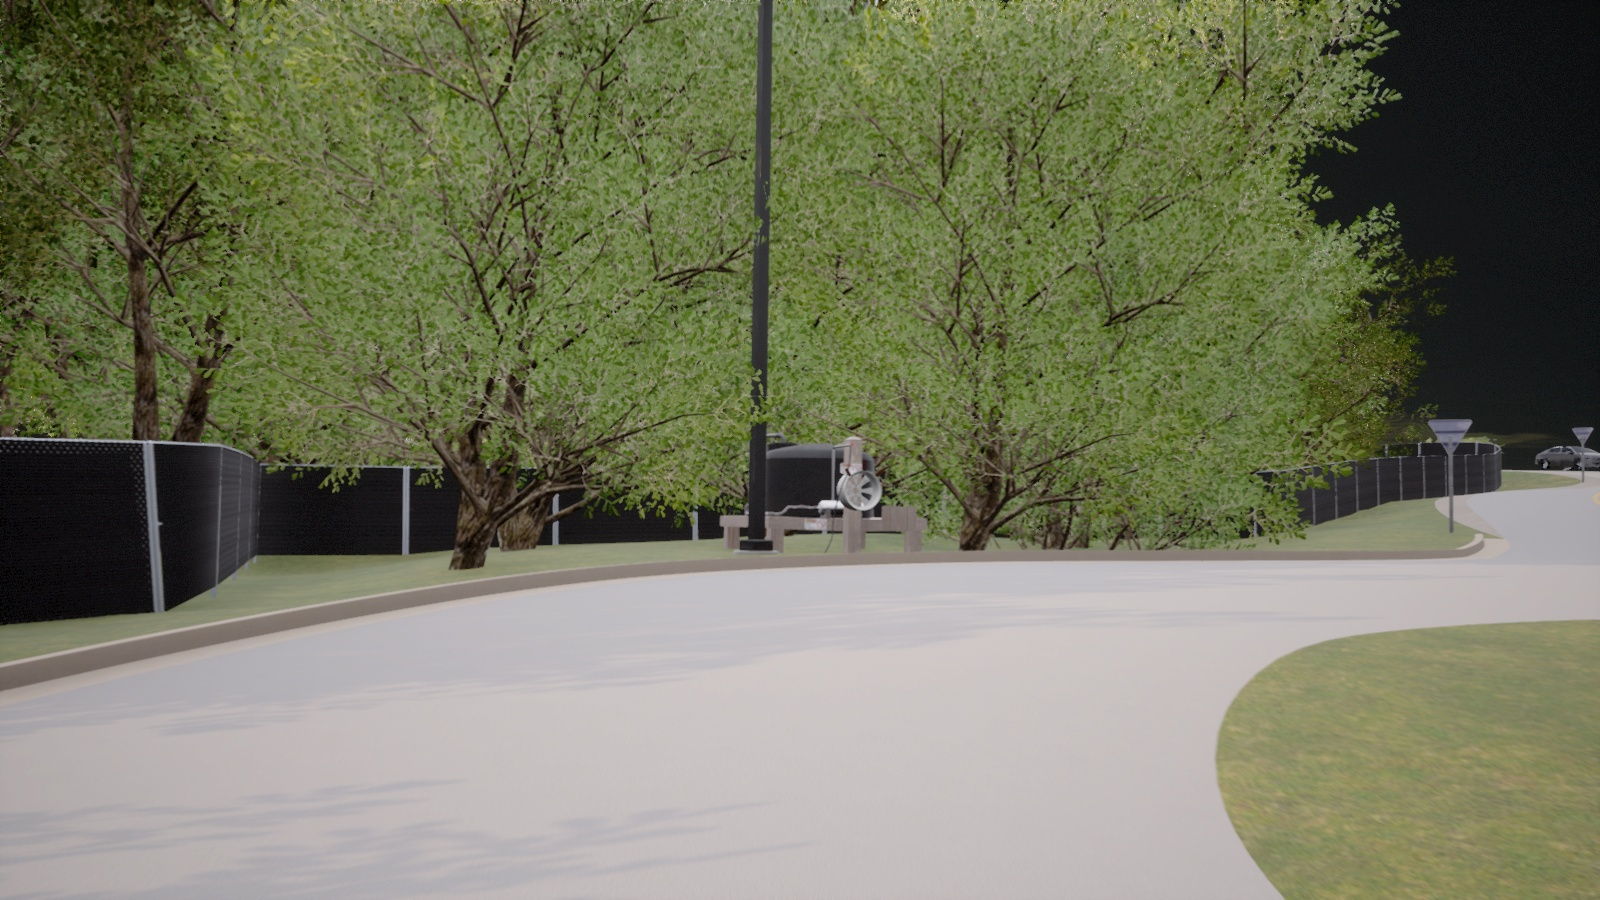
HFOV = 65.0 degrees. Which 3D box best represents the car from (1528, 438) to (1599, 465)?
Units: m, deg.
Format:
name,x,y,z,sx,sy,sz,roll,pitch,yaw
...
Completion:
name,x,y,z,sx,sy,sz,roll,pitch,yaw
car,45.545,0.118,73.820,2.128,1.511,4.902,1,0,-9
